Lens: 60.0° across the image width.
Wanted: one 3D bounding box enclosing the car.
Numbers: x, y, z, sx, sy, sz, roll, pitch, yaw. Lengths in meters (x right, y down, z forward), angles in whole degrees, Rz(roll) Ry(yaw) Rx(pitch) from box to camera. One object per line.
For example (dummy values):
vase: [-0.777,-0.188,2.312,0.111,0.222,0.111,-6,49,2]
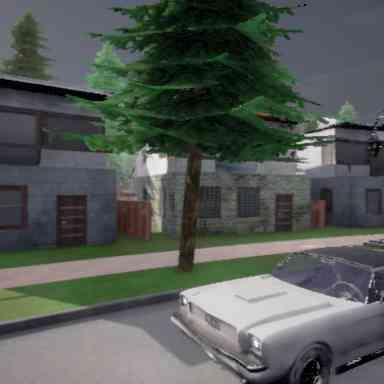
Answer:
car: [2.121,1.580,4.988,4.718,1.301,1.895,0,0,-30]
